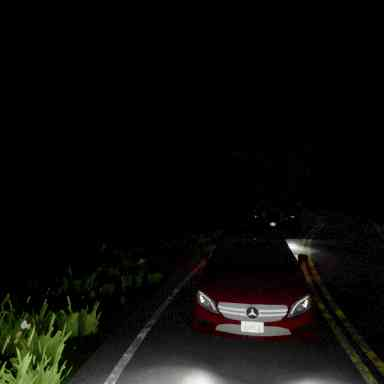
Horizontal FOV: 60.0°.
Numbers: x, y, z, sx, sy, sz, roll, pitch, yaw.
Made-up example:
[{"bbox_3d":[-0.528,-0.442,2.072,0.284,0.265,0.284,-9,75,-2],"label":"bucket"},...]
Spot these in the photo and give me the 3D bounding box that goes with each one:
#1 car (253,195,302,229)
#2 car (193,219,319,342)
[{"bbox_3d":[4.984,1.215,18.885,2.150,2.045,5.566,-2,-1,22],"label":"car"},{"bbox_3d":[1.224,1.534,6.709,1.812,1.442,4.674,-1,0,11],"label":"car"}]
